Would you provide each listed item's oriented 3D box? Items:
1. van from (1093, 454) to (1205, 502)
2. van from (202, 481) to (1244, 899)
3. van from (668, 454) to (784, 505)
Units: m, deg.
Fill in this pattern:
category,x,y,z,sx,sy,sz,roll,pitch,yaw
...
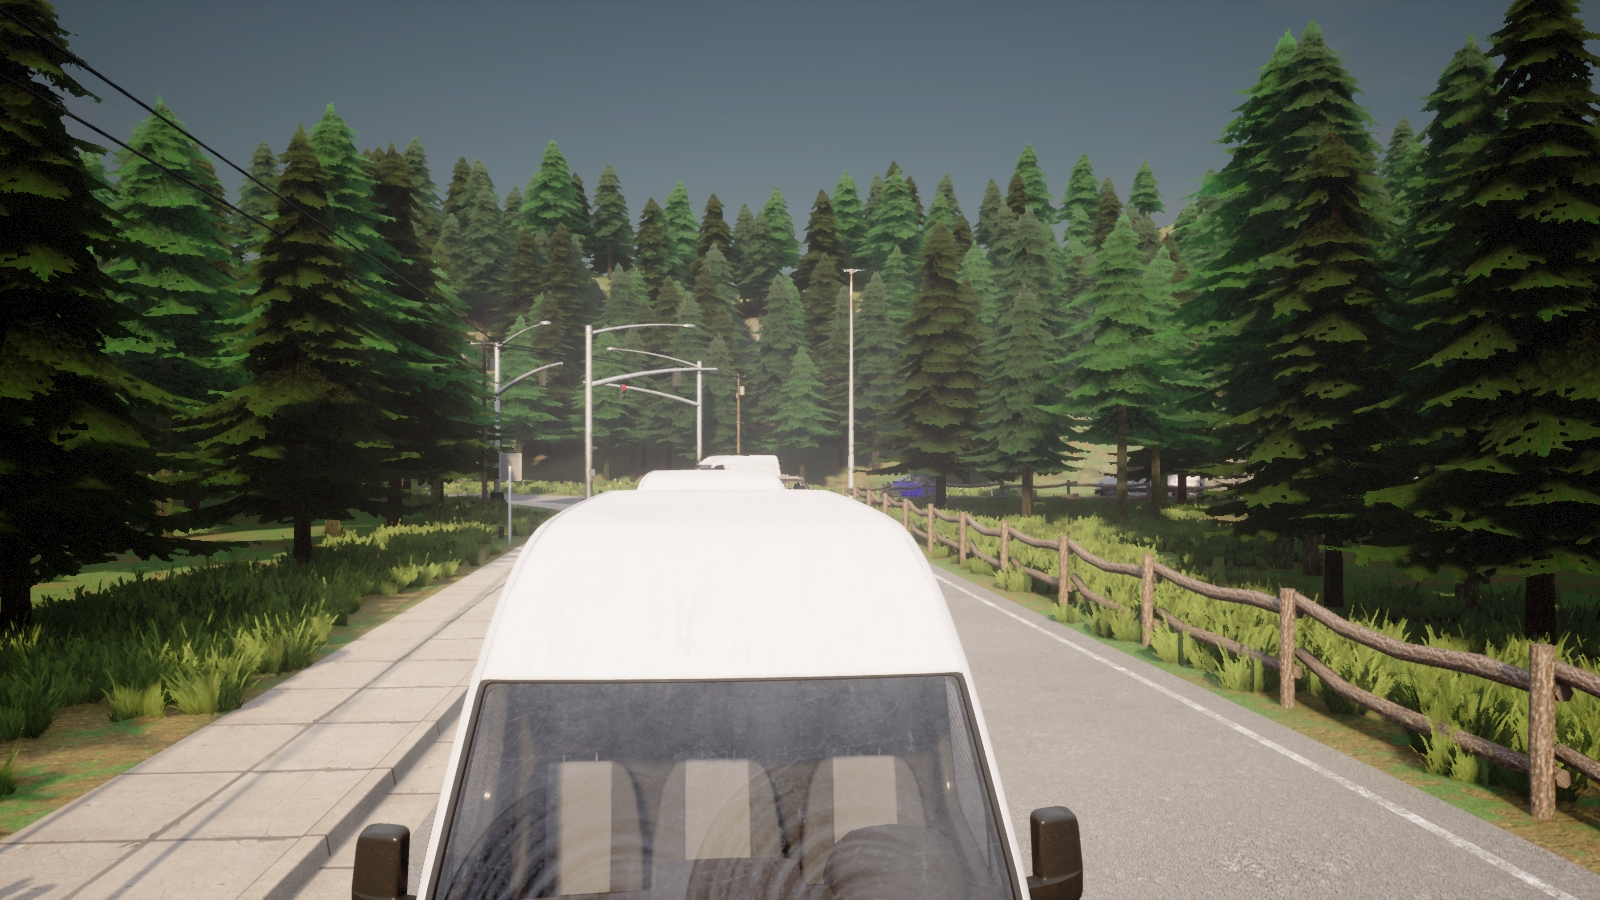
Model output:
category,x,y,z,sx,sy,sz,roll,pitch,yaw
van,19.535,1.534,63.995,5.915,2.561,1.988,0,0,21
van,-0.346,1.499,5.134,1.988,2.561,5.915,0,0,-5
van,-3.871,1.529,60.218,5.915,2.561,1.988,0,-1,-36
